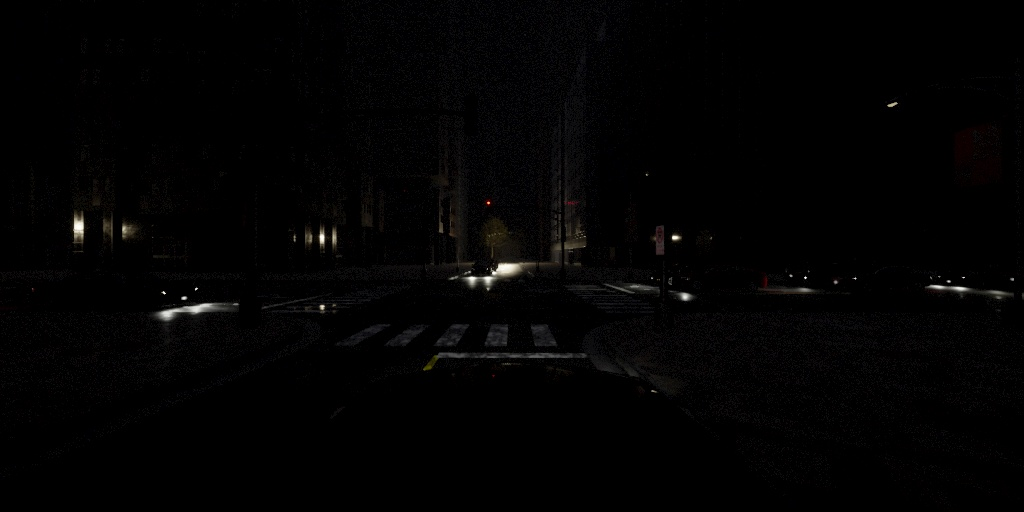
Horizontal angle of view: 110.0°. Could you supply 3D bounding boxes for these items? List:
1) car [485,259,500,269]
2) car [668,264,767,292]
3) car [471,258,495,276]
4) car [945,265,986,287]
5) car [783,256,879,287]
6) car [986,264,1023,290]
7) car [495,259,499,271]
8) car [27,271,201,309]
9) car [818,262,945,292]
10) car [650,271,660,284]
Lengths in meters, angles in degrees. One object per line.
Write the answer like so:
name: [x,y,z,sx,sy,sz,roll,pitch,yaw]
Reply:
car: [-3.125,1.241,57.209,2.128,1.511,4.902,0,0,0]
car: [12.007,1.237,20.937,5.008,1.535,1.882,0,0,1]
car: [-3.101,1.227,37.513,1.882,1.535,5.008,0,0,1]
car: [32.040,1.327,24.094,5.357,1.411,2.033,0,0,0]
car: [21.585,0.986,24.129,5.566,2.045,2.150,0,0,1]
car: [31.944,1.007,20.845,5.566,2.045,2.150,0,0,0]
car: [-3.115,1.101,47.293,2.097,1.767,4.553,0,0,0]
car: [-15.762,1.294,14.339,5.357,1.411,2.033,0,0,0]
car: [21.331,1.262,20.894,4.902,1.511,2.128,0,0,0]
car: [11.854,1.258,24.194,4.892,1.490,1.837,0,0,-1]
